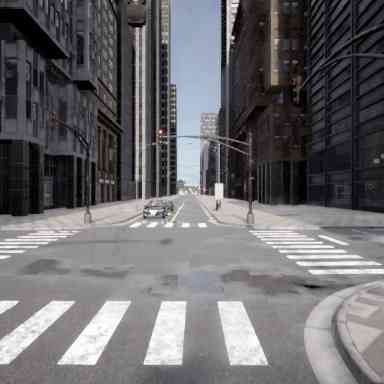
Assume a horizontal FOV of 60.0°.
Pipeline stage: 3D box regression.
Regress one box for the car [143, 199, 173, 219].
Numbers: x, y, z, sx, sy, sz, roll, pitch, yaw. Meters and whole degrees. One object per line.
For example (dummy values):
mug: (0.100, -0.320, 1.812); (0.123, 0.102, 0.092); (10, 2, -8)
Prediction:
car: (-3.161, 1.500, 29.481); (2.128, 1.511, 4.902); (0, 0, 0)
